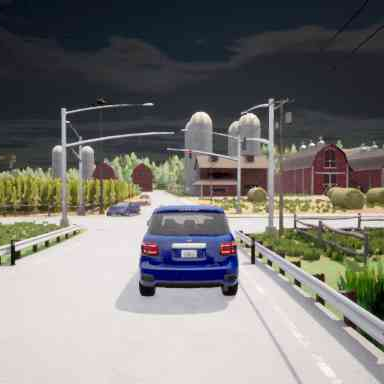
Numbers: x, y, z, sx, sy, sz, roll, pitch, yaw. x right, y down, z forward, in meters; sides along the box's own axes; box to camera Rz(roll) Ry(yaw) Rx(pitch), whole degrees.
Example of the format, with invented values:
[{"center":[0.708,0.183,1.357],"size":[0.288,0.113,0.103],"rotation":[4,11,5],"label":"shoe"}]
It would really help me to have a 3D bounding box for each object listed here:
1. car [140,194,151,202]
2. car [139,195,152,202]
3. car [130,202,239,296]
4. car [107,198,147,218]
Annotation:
[{"center":[-9.122,1.207,65.678],"size":[1.994,1.385,4.181],"rotation":[0,1,-7],"label":"car"},{"center":[-7.145,1.247,49.781],"size":[2.097,1.767,4.553],"rotation":[0,1,-7],"label":"car"},{"center":[-0.106,1.367,9.096],"size":[2.150,2.045,5.566],"rotation":[0,-2,-1],"label":"car"},{"center":[-6.562,1.686,32.881],"size":[1.812,1.442,4.674],"rotation":[1,1,17],"label":"car"}]
